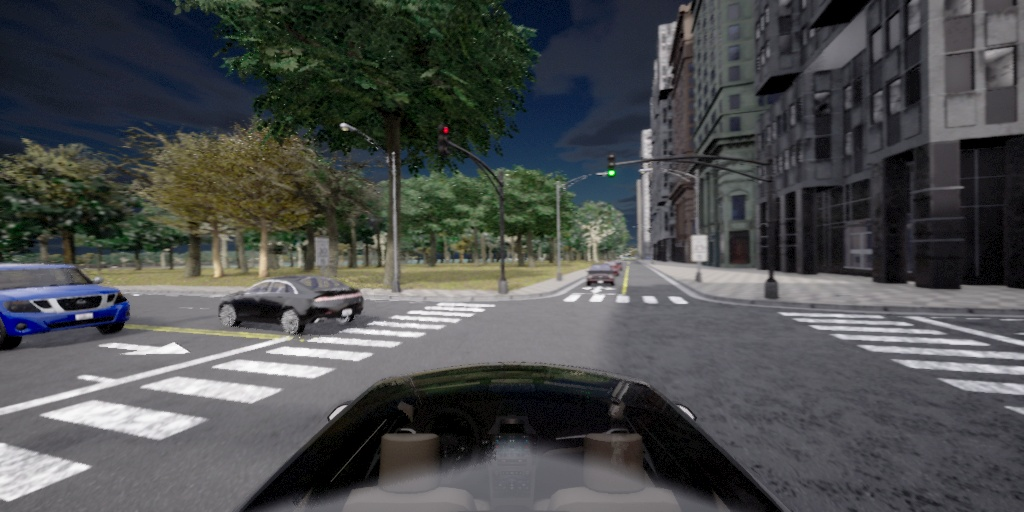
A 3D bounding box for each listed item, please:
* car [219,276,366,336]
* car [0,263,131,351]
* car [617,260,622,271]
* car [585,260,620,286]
[{"bbox_3d":[-6.657,1.350,10.737,4.902,1.511,2.128,-1,0,25],"label":"car"},{"bbox_3d":[-13.398,1.214,9.882,5.566,2.045,2.150,-1,0,18],"label":"car"},{"bbox_3d":[9.433,1.193,34.790,1.812,1.442,4.674,-1,0,19],"label":"car"},{"bbox_3d":[6.268,1.243,25.277,2.033,1.411,5.357,-1,0,15],"label":"car"}]
